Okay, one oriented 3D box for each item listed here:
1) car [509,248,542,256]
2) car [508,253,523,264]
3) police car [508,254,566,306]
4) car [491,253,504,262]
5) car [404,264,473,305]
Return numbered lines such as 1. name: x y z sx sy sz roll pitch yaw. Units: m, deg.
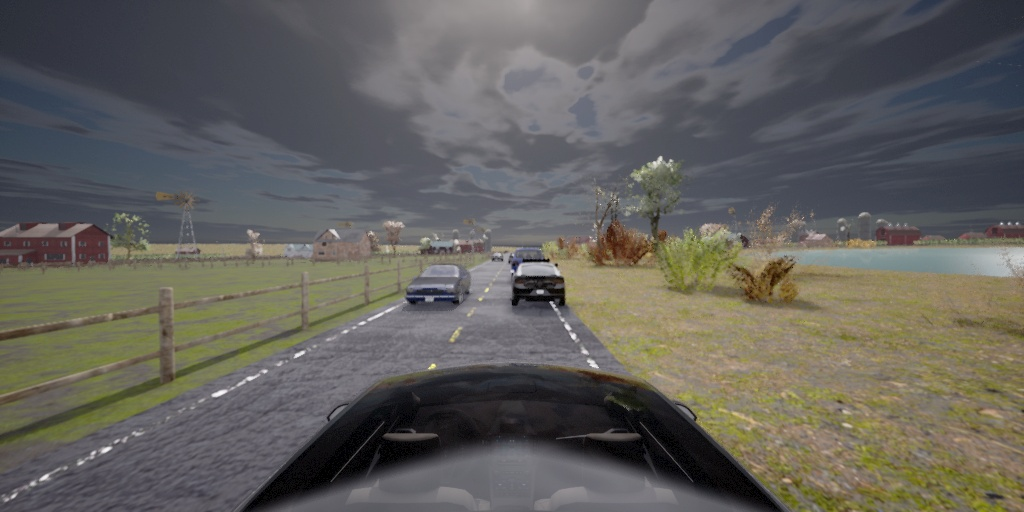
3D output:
1. car: 1.039 0.504 24.183 2.150 2.045 5.566 0 1 1
2. car: 0.482 0.315 50.354 1.994 1.385 4.181 0 1 1
3. police car: 0.943 0.910 14.270 1.930 1.638 5.238 0 1 1
4. car: -2.280 0.175 56.652 2.033 1.411 5.357 0 1 1
5. car: -2.730 1.023 14.615 2.033 1.411 5.357 0 1 1
